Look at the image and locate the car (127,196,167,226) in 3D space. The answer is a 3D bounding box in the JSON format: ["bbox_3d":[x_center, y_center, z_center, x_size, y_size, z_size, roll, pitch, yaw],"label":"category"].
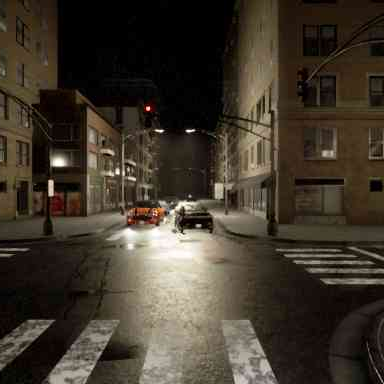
[{"bbox_3d":[-3.143,1.344,23.059,2.097,1.767,4.553,0,0,0],"label":"car"}]

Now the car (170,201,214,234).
[{"bbox_3d":[0.080,1.486,19.234,2.128,1.511,4.902,0,0,-6],"label":"car"}]

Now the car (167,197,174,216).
[{"bbox_3d":[-3.163,1.532,32.514,2.033,1.411,5.357,0,0,0],"label":"car"}]

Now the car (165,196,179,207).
[{"bbox_3d":[-3.165,1.445,52.655,1.882,1.535,5.008,0,0,0],"label":"car"}]

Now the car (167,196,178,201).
[{"bbox_3d":[-3.177,1.328,42.299,2.097,1.767,4.553,0,0,0],"label":"car"}]

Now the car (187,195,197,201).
[{"bbox_3d":[-0.045,1.444,69.698,2.128,1.511,4.902,0,0,0],"label":"car"}]
